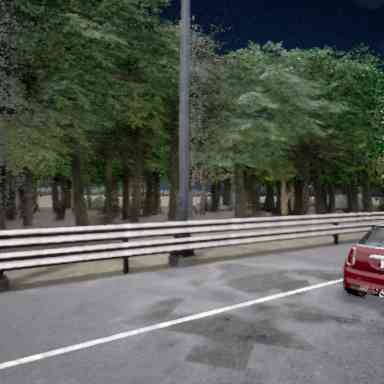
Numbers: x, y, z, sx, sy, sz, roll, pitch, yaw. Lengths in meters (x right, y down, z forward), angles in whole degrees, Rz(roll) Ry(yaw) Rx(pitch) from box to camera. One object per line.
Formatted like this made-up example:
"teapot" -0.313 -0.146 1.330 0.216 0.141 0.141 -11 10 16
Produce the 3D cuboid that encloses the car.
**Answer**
"car" 5.475 1.421 7.474 4.553 1.767 2.097 1 0 -34
